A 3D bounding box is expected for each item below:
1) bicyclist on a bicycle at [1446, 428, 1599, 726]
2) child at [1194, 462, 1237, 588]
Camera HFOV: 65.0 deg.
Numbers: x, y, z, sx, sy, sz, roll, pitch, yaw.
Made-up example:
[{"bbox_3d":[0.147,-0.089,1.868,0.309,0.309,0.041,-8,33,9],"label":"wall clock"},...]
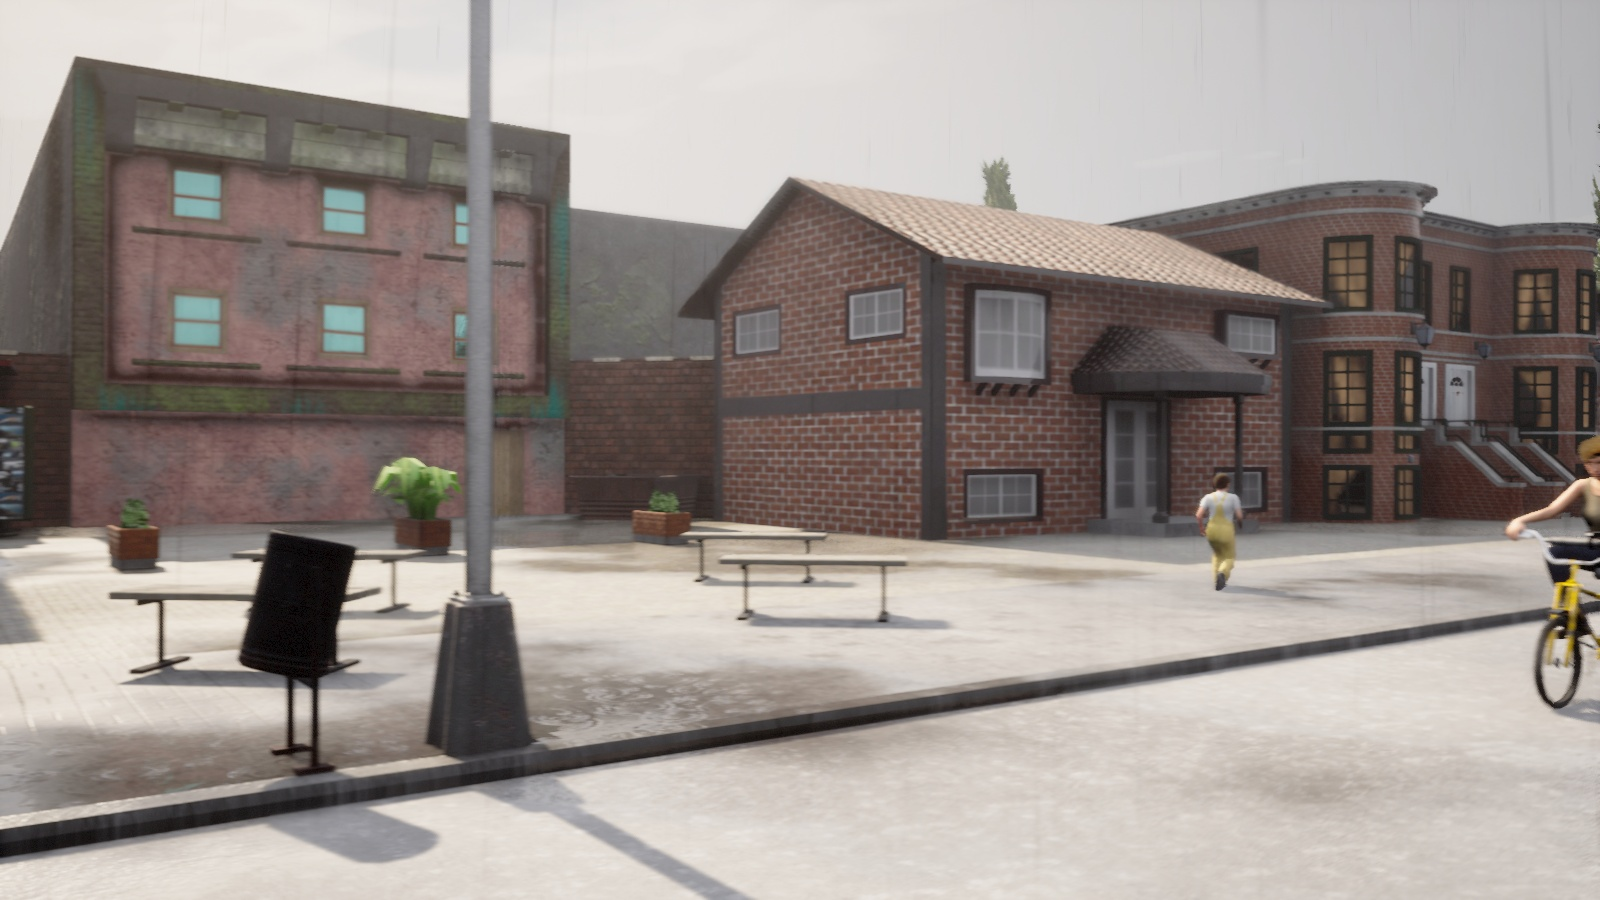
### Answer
[{"bbox_3d":[4.715,0.690,7.555,1.509,1.612,0.866,0,0,-35],"label":"bicyclist on a bicycle"},{"bbox_3d":[4.266,0.757,12.894,0.270,1.263,0.437,0,0,40],"label":"child"}]
